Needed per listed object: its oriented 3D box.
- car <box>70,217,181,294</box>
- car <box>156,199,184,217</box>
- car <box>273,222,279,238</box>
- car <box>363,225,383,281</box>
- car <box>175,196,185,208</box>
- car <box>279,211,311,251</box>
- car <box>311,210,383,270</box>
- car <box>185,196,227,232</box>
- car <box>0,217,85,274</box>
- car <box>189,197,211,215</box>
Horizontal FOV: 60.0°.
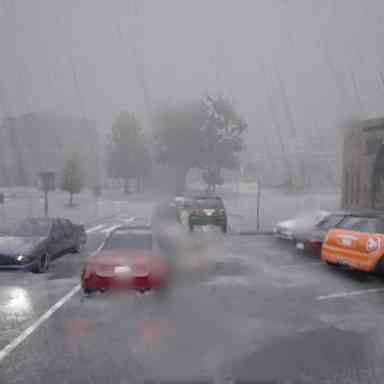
[{"bbox_3d":[-1.447,1.587,8.890,1.994,1.385,4.181,0,0,0],"label":"car"},{"bbox_3d":[-1.816,1.547,26.254,1.837,1.490,4.892,0,0,-1],"label":"car"},{"bbox_3d":[6.057,1.584,15.676,4.674,1.452,2.002,1,0,-21],"label":"car"},{"bbox_3d":[6.272,1.549,6.841,4.792,1.488,2.163,1,0,-21],"label":"car"},{"bbox_3d":[-1.050,1.173,38.646,1.812,1.442,4.674,1,4,13],"label":"car"},{"bbox_3d":[6.094,1.565,12.714,4.792,1.488,2.163,1,0,-21],"label":"car"},{"bbox_3d":[6.157,1.401,9.770,4.553,1.767,2.185,1,0,-21],"label":"car"},{"bbox_3d":[0.837,1.286,20.623,2.150,2.045,5.566,0,-1,-2],"label":"car"},{"bbox_3d":[-5.003,1.562,10.868,2.033,1.411,5.357,0,0,0],"label":"car"},{"bbox_3d":[0.932,1.356,34.170,1.837,1.490,4.892,1,1,6],"label":"car"}]
